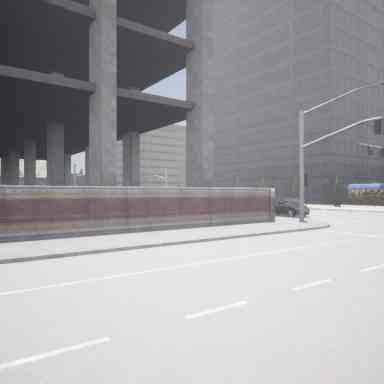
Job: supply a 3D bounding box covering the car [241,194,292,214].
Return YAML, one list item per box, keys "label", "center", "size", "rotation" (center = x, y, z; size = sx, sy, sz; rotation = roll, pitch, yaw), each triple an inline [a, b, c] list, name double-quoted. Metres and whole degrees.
- label: "car"
  center: [8.223, 1.221, 37.318]
  size: [2.150, 2.045, 5.566]
  rotation: [0, 0, -36]

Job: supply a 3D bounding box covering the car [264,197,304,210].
- label: "car"
  center: [12.138, 1.491, 44.165]
  size: [2.128, 1.511, 4.902]
  rotation: [0, 0, -36]

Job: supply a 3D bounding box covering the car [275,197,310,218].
- label: "car"
  center: [8.547, 1.505, 30.860]
  size: [1.837, 1.490, 4.892]
  rotation: [0, 0, -35]
